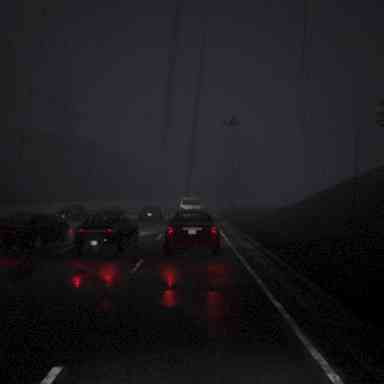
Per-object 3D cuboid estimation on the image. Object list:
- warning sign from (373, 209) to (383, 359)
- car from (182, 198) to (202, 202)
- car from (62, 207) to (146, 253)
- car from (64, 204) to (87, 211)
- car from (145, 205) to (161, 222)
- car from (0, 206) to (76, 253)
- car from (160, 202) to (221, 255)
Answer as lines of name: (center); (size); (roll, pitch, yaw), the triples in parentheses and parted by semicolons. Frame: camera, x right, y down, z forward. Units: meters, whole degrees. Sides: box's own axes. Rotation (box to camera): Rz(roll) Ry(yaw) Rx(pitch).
warning sign: (3.052, 1.154, 3.877); (1.300, 1.860, 1.060); (0, -1, 0)
car: (0.017, 1.495, 29.021); (2.150, 2.045, 5.566); (0, 0, 0)
car: (-3.489, 1.630, 14.303); (2.128, 1.511, 4.902); (0, 0, 0)
car: (-10.473, 1.807, 29.401); (1.812, 1.442, 4.674); (0, 0, 0)
car: (-3.475, 1.845, 29.331); (1.994, 1.385, 4.181); (0, 0, 0)
car: (-6.988, 1.617, 14.481); (1.882, 1.535, 5.008); (0, 0, 0)
car: (0.010, 1.486, 14.091); (2.097, 1.767, 4.553); (0, -1, 0)
